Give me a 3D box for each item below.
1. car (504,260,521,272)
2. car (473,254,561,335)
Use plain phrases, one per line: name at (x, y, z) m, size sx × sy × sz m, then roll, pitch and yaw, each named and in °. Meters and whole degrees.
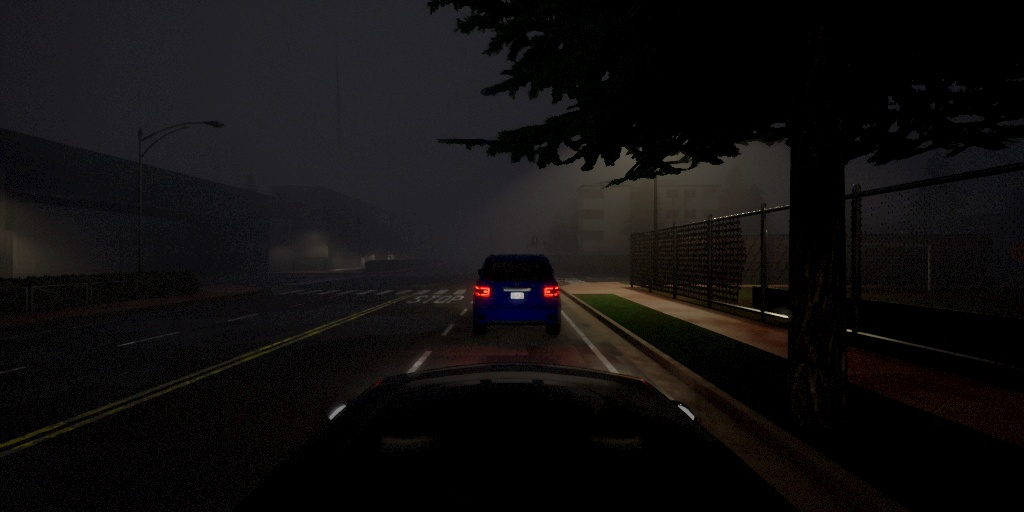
car at (0.071, 1.242, 46.445) m, size 2.128 × 1.511 × 4.902 m, roll 0°, pitch 0°, yaw -1°
car at (0.125, 0.972, 10.636) m, size 2.150 × 2.045 × 5.566 m, roll 0°, pitch 0°, yaw 0°
